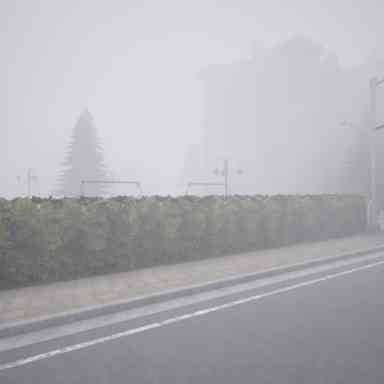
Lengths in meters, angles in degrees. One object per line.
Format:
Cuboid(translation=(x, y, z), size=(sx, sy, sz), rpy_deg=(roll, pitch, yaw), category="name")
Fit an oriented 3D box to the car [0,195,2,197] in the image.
Cuboid(translation=(-40.266, 1.374, 67.273), size=(3.633, 1.501, 1.845), rpy_deg=(0, 0, -37), category="car")
